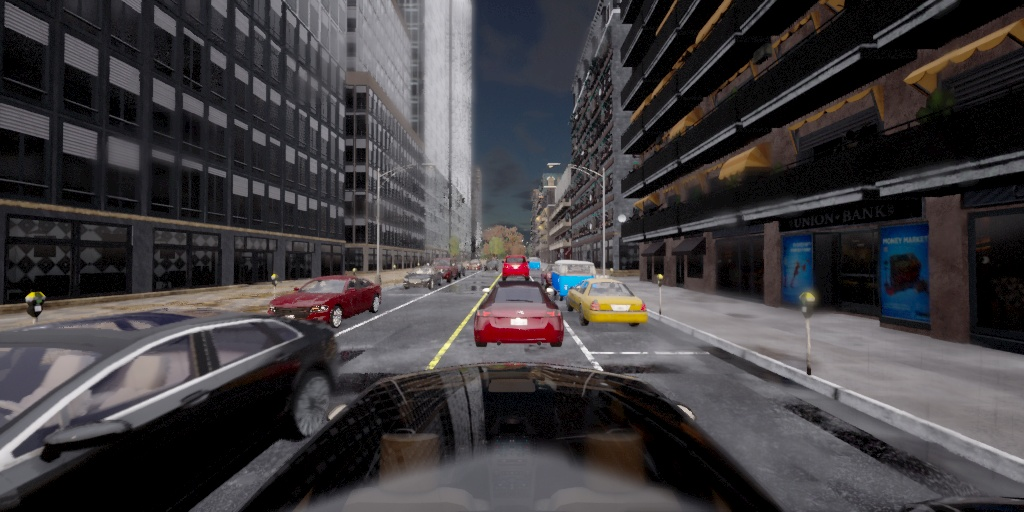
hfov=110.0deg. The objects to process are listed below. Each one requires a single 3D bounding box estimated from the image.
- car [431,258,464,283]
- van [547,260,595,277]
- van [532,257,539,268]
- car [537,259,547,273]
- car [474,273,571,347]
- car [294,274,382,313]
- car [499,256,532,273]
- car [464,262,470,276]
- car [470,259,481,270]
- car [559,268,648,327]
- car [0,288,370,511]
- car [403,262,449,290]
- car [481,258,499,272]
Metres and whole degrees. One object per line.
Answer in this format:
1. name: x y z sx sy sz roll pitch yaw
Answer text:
1. car: -5.483 1.072 28.282 2.192 1.841 5.009 0 0 0
2. van: 2.809 1.095 16.909 1.690 1.789 3.998 0 0 0
3. van: 3.076 1.106 50.852 1.690 1.789 3.998 0 0 0
4. car: 2.853 1.196 22.566 1.967 1.591 4.097 0 0 0
5. car: 0.157 1.316 9.319 1.994 1.385 4.181 0 0 0
6. car: -5.616 1.298 11.311 1.888 1.381 4.507 0 0 0
7. car: 0.318 0.980 30.070 2.150 2.045 5.566 0 0 1
8. car: -5.438 1.325 33.939 1.948 1.339 4.313 0 0 0
9. car: -5.305 1.205 50.911 1.967 1.591 4.097 0 0 0
10. car: 2.766 1.278 11.422 1.751 1.417 4.829 0 0 0
11. car: -3.097 1.242 2.568 2.128 1.511 4.902 0 0 0
12. car: -5.527 1.306 22.625 2.007 1.370 4.403 0 0 0
13. car: -2.645 1.319 47.174 1.837 1.490 4.892 0 0 0
